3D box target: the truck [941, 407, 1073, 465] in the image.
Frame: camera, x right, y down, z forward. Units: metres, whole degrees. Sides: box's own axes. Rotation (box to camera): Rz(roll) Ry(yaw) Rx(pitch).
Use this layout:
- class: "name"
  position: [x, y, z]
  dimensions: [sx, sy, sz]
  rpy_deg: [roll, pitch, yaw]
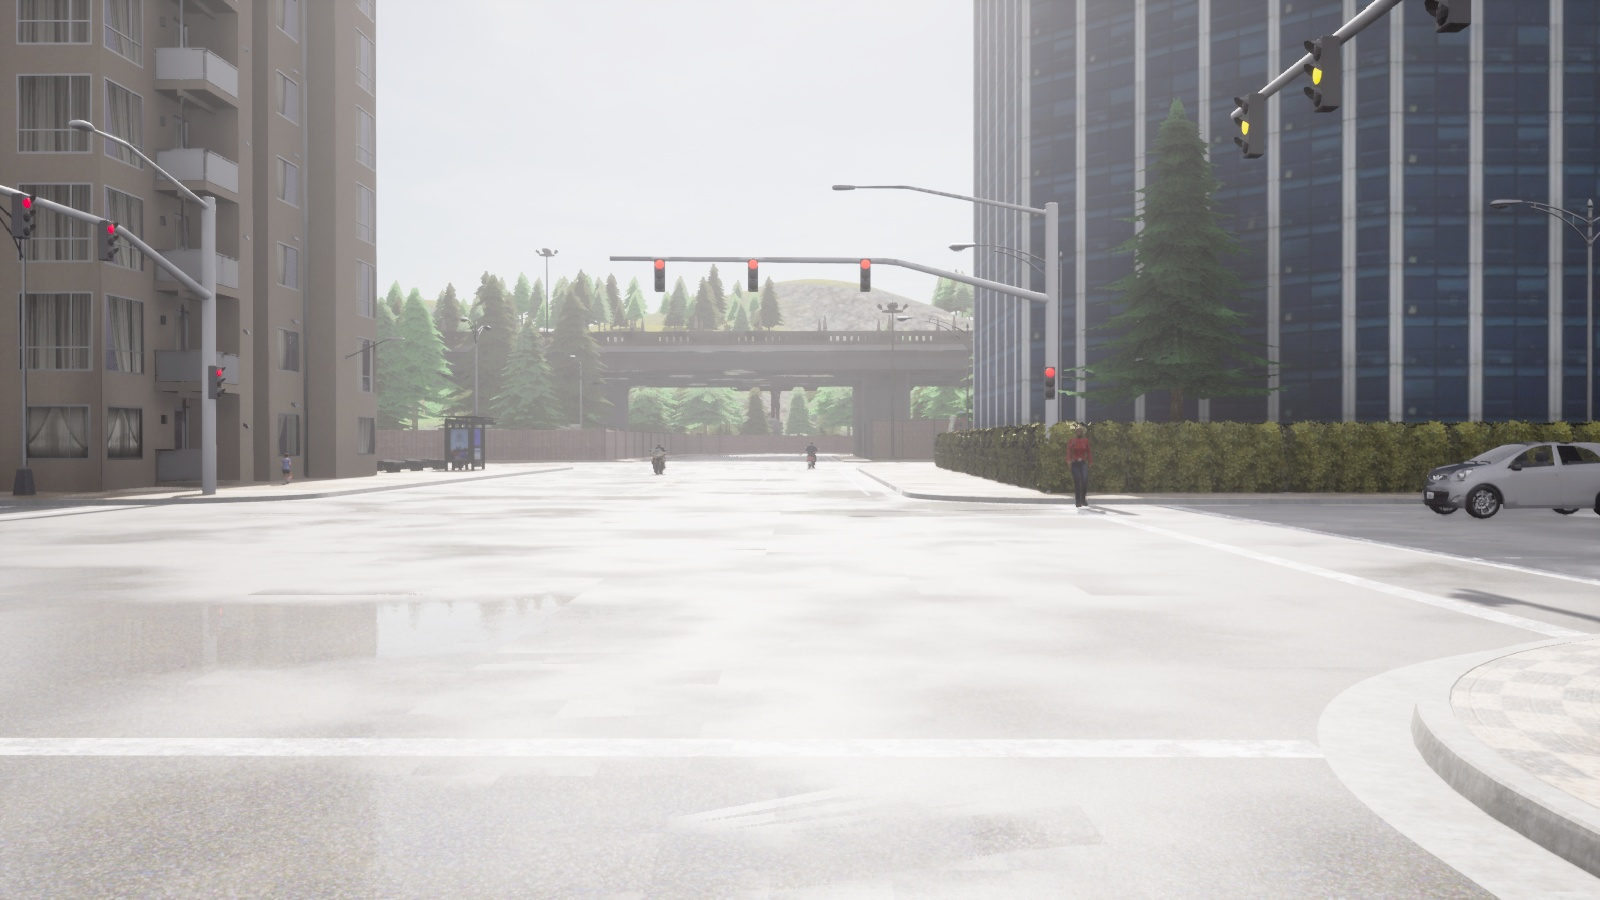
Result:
- class: "truck"
  position: [14.019, -0.945, 85.445]
  dimensions: [8.468, 3.827, 2.891]
  rpy_deg: [0, 0, 0]

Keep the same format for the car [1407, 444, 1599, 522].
- class: "car"
  position: [14.359, 0.631, 24.997]
  dimensions: [3.633, 1.501, 1.845]
  rpy_deg: [0, 0, 0]

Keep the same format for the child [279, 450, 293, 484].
- class: "child"
  position: [-16.500, 0.544, 40.337]
  dimensions: [0.255, 1.110, 0.394]
  rpy_deg: [0, 0, 7]

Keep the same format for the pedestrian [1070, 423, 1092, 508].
- class: "pedestrian"
  position: [6.146, 0.335, 27.478]
  dimensions: [0.331, 1.846, 0.636]
  rpy_deg: [0, 0, 1]

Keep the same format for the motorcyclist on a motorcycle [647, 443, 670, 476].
- class: "motorcyclist on a motorcycle"
  position: [-6.660, 0.442, 59.241]
  dimensions: [0.866, 1.530, 2.191]
  rpy_deg: [0, 0, 0]
